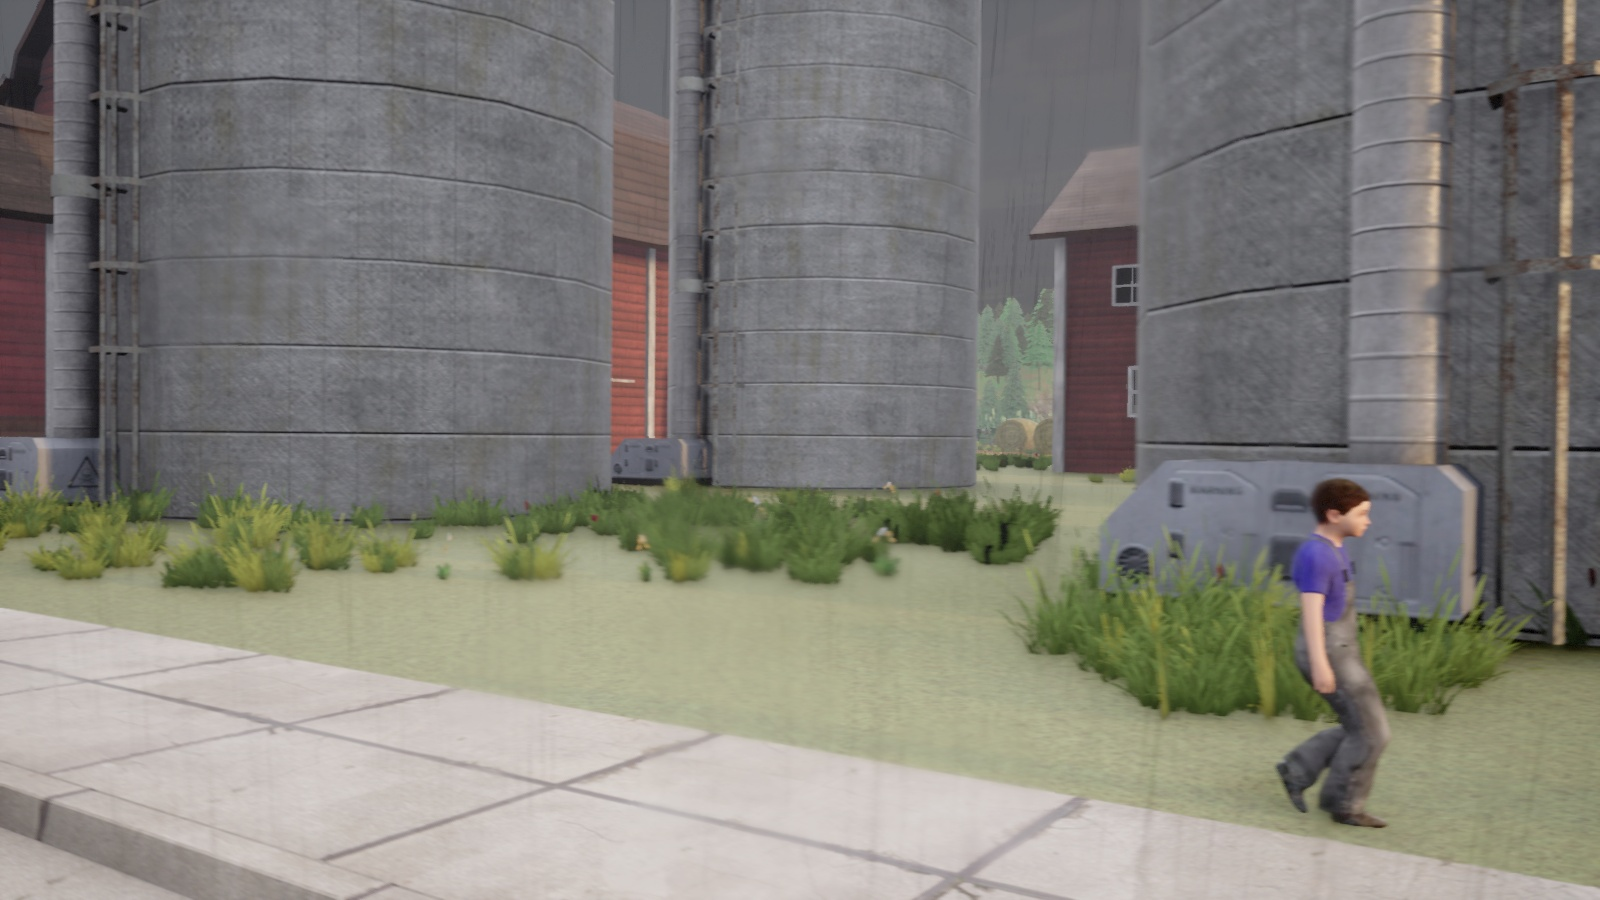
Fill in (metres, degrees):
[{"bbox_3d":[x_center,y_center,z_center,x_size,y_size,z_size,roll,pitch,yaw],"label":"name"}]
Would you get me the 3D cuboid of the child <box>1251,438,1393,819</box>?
[{"bbox_3d":[1.820,0.591,4.371,0.437,1.263,0.270,0,1,26],"label":"child"}]
